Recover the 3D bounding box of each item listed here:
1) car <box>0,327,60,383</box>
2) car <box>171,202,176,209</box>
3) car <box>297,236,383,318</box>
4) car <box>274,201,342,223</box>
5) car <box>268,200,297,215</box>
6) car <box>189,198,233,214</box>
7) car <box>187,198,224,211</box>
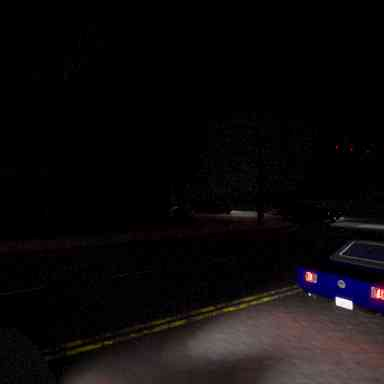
[{"bbox_3d":[-3.079,1.601,1.556,4.718,1.301,1.895,0,0,-35],"label":"car"},{"bbox_3d":[-4.305,1.548,44.299,2.033,1.411,5.357,0,0,-36],"label":"car"},{"bbox_3d":[4.403,1.601,6.911,4.718,1.301,1.895,0,0,-35],"label":"car"},{"bbox_3d":[9.019,1.601,25.771,1.895,1.301,4.718,0,0,-36],"label":"car"},{"bbox_3d":[9.440,1.504,31.256,1.837,1.490,4.892,0,0,-37],"label":"car"},{"bbox_3d":[2.191,1.478,35.225,1.882,1.535,5.008,0,0,-36],"label":"car"},{"bbox_3d":[1.604,1.492,42.057,2.128,1.511,4.902,0,0,-36],"label":"car"}]
